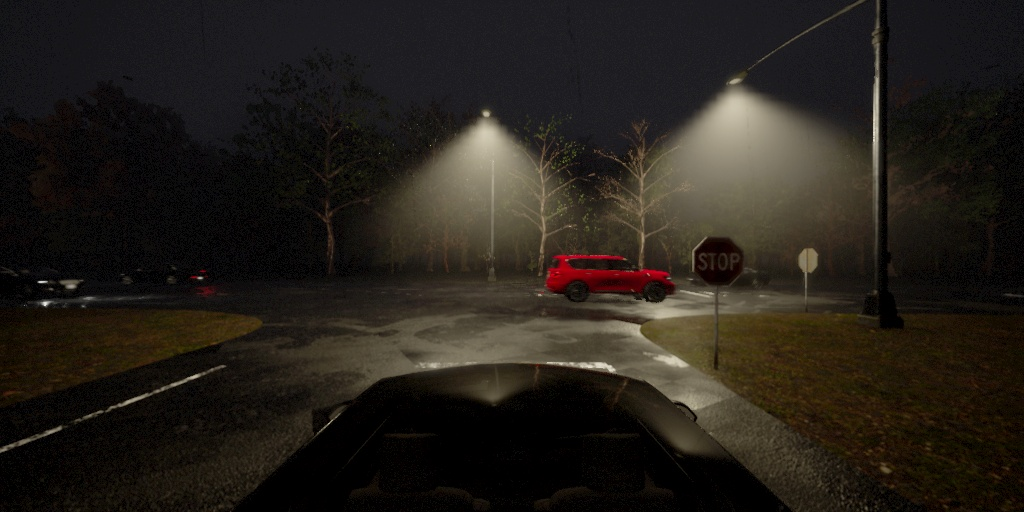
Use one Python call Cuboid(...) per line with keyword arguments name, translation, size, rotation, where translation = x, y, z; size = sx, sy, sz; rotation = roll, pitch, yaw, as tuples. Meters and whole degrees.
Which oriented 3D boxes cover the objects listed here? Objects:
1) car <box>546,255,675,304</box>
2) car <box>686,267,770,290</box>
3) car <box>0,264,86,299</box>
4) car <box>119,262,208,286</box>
Cuboid(name="car", translation=(4.314, 1.001, 16.213), size=(5.566, 2.045, 2.150), rotation=(0, 0, 0))
Cuboid(name="car", translation=(13.894, 1.408, 23.177), size=(4.902, 1.511, 2.128), rotation=(0, 0, 0))
Cuboid(name="car", translation=(-22.725, 1.127, 16.547), size=(4.902, 1.511, 2.128), rotation=(0, 0, 1))
Cuboid(name="car", translation=(-22.823, 1.172, 23.541), size=(4.892, 1.490, 1.837), rotation=(0, 0, 1))
